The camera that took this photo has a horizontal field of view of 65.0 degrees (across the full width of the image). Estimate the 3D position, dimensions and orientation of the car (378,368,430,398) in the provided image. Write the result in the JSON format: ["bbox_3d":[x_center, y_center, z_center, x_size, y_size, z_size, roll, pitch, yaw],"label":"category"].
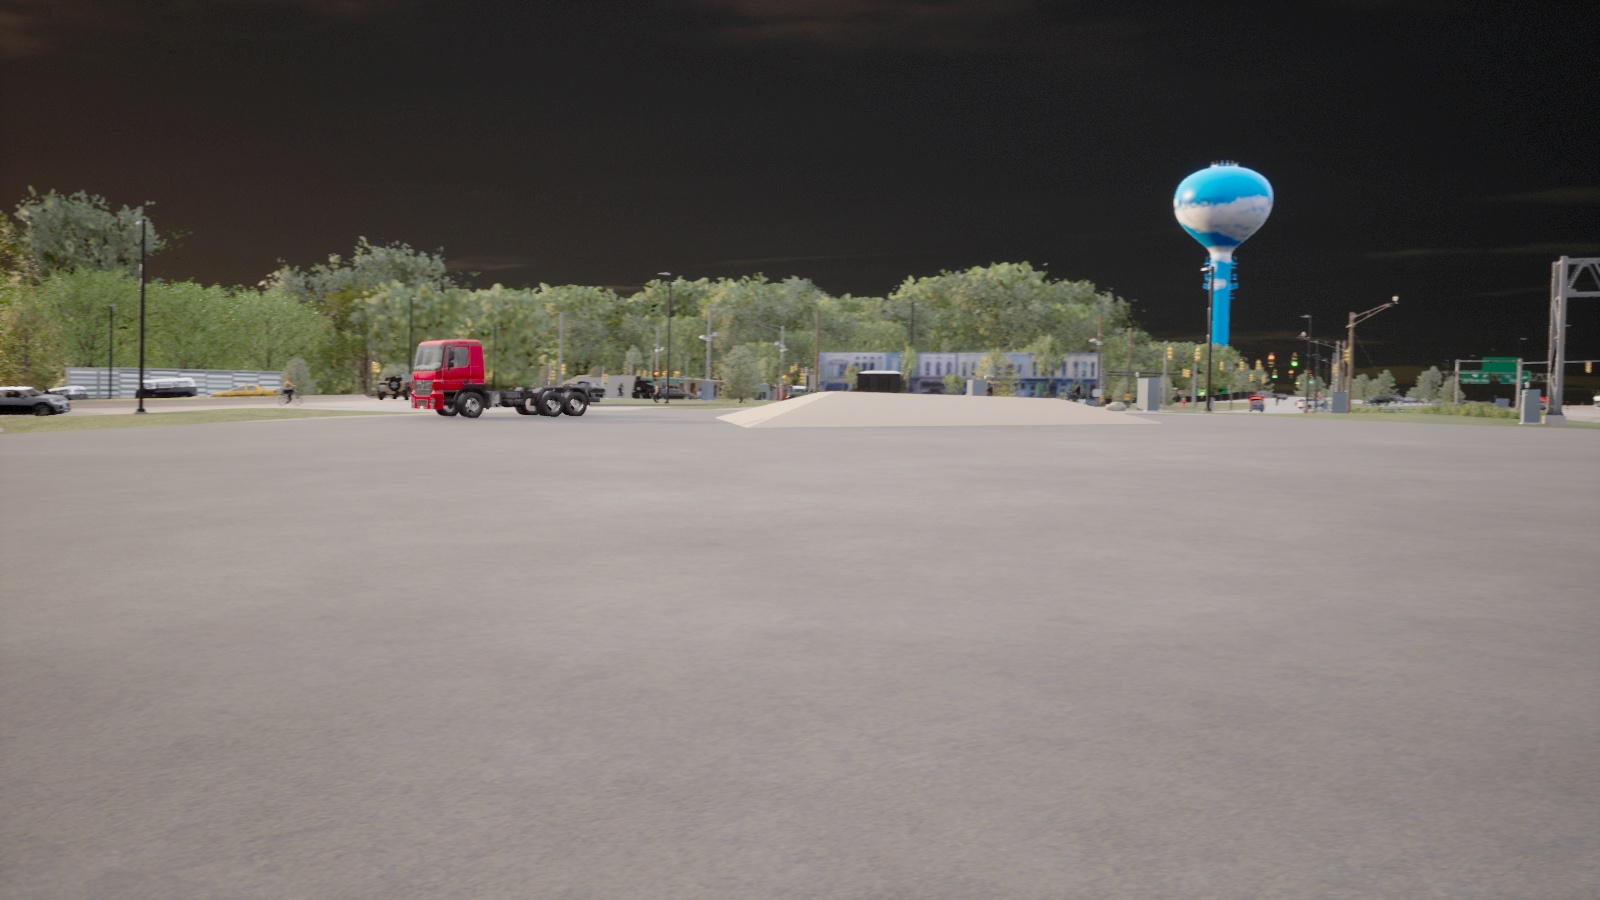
[{"bbox_3d":[-25.739,-4.369,81.778,1.932,1.855,4.605,1,3,-1],"label":"car"}]

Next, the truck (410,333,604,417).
[{"bbox_3d":[-12.928,-3.294,55.931,7.936,3.462,2.891,-2,4,-39],"label":"truck"}]

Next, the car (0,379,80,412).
[{"bbox_3d":[-39.111,-2.779,63.888,3.806,1.475,1.970,0,9,-9],"label":"car"}]
